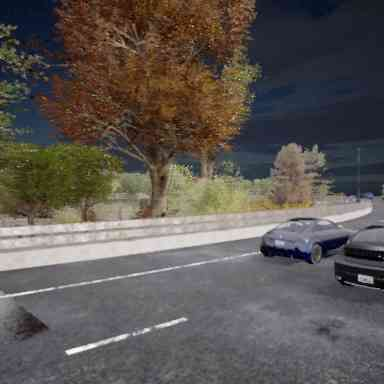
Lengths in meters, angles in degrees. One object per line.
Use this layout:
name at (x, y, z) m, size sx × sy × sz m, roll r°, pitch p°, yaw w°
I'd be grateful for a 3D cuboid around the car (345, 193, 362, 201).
car at (40.318, 1.591, 84.216) m, size 1.812 × 1.442 × 4.674 m, roll 0°, pitch 0°, yaw 2°

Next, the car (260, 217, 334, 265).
car at (4.351, 1.609, 12.034) m, size 4.181 × 1.385 × 1.994 m, roll 0°, pitch 0°, yaw -41°

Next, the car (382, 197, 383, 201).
car at (48.398, 1.543, 82.097) m, size 1.812 × 1.442 × 4.674 m, roll 0°, pitch 0°, yaw 17°

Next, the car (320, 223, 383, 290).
car at (5.388, 1.525, 8.324) m, size 4.892 × 1.490 × 1.837 m, roll 0°, pitch 0°, yaw -40°

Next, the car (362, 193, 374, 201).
car at (43.807, 1.275, 83.971) m, size 2.150 × 2.045 × 5.566 m, roll 0°, pitch 0°, yaw 2°
